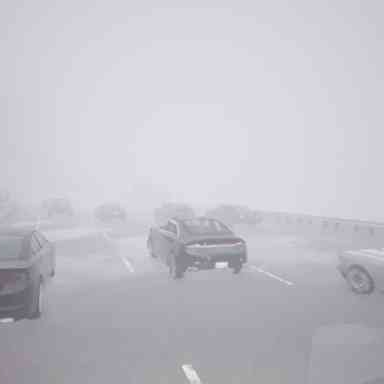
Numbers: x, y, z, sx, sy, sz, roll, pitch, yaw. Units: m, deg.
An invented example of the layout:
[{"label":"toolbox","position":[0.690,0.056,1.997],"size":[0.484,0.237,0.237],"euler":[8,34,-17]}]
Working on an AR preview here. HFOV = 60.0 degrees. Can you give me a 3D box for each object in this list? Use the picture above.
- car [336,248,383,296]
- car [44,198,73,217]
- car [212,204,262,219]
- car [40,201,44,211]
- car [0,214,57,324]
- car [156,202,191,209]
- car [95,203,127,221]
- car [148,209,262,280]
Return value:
[{"label":"car","position":[4.911,1.600,6.033],"size":[1.895,1.301,4.718],"euler":[0,0,-17]},{"label":"car","position":[-12.514,1.351,31.401],"size":[2.097,1.767,4.553],"euler":[0,0,-26]},{"label":"car","position":[2.697,1.545,22.963],"size":[2.033,1.411,5.357],"euler":[0,0,-22]},{"label":"car","position":[-17.308,1.546,40.558],"size":[2.033,1.411,5.357],"euler":[0,0,-29]},{"label":"car","position":[-4.046,1.478,7.050],"size":[1.882,1.535,5.008],"euler":[0,0,-18]},{"label":"car","position":[-1.326,1.503,23.475],"size":[1.837,1.490,4.892],"euler":[0,0,-22]},{"label":"car","position":[-6.658,1.562,27.023],"size":[1.994,1.385,4.181],"euler":[0,0,-24]},{"label":"car","position":[-0.075,1.491,10.101],"size":[2.128,1.511,4.902],"euler":[0,0,-18]}]
